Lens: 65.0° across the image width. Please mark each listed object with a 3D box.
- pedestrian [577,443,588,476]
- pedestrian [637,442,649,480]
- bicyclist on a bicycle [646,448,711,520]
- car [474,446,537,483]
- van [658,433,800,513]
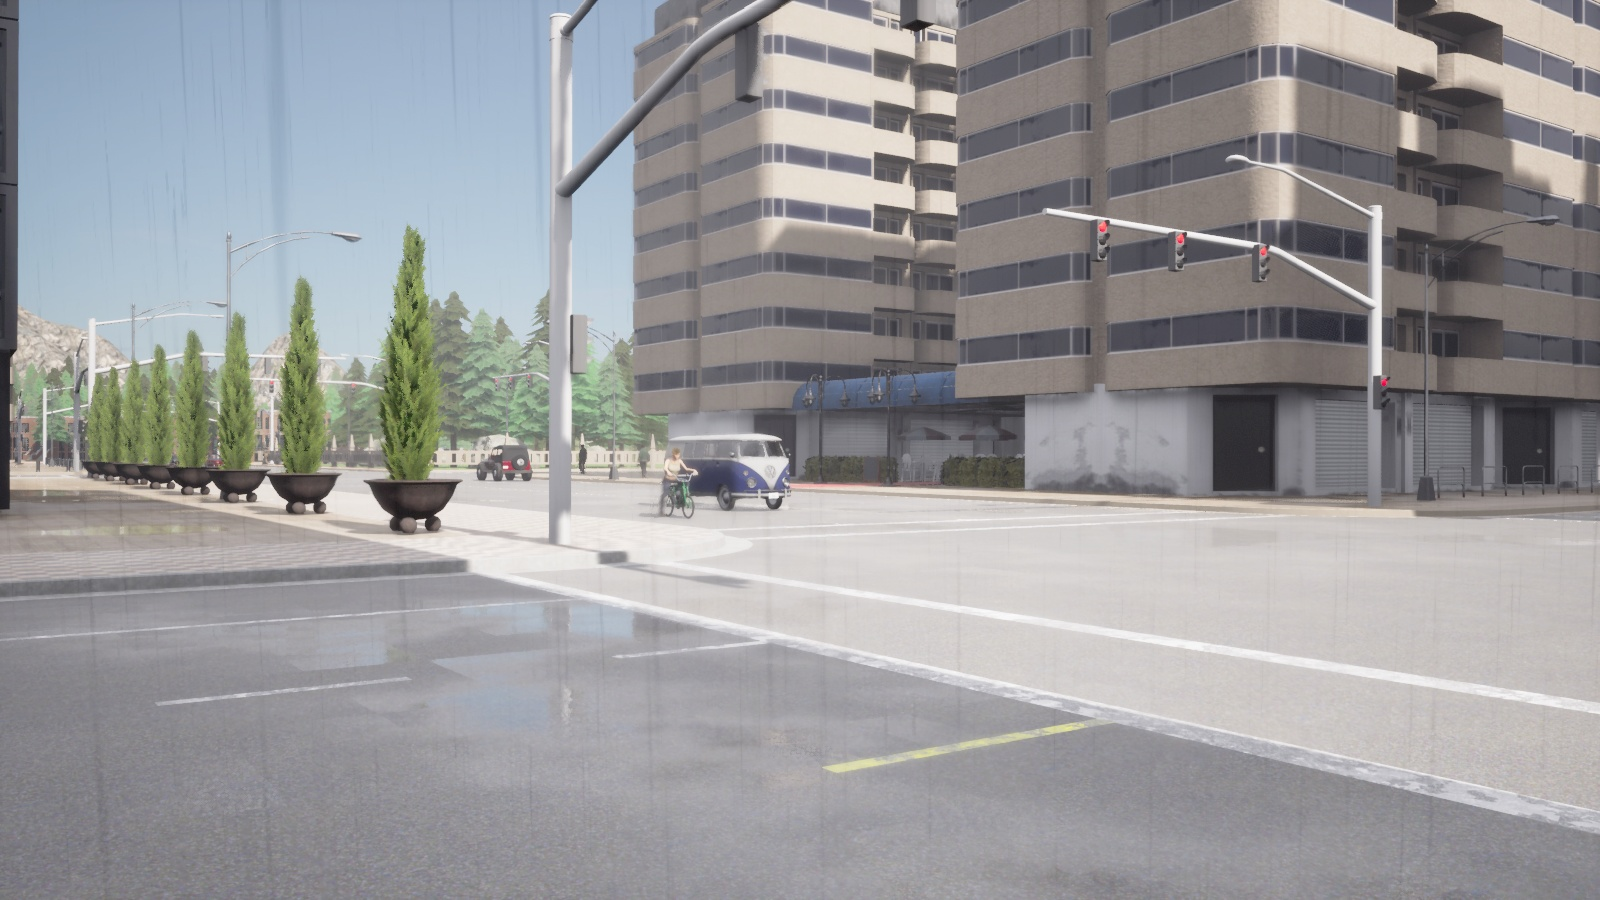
[{"bbox_3d":[-12.929,0.565,74.653,0.395,1.930,0.692,0,0,-34],"label":"pedestrian"},{"bbox_3d":[-8.100,0.579,64.942,0.423,1.949,0.788,0,0,-23],"label":"pedestrian"},{"bbox_3d":[-2.790,0.758,28.739,0.866,1.612,1.509,0,0,-35],"label":"bicyclist on a bicycle"},{"bbox_3d":[-15.399,0.734,65.583,1.905,1.878,3.866,0,0,-34],"label":"car"},{"bbox_3d":[-1.985,0.584,33.753,1.775,1.987,4.442,0,0,-35],"label":"van"}]
